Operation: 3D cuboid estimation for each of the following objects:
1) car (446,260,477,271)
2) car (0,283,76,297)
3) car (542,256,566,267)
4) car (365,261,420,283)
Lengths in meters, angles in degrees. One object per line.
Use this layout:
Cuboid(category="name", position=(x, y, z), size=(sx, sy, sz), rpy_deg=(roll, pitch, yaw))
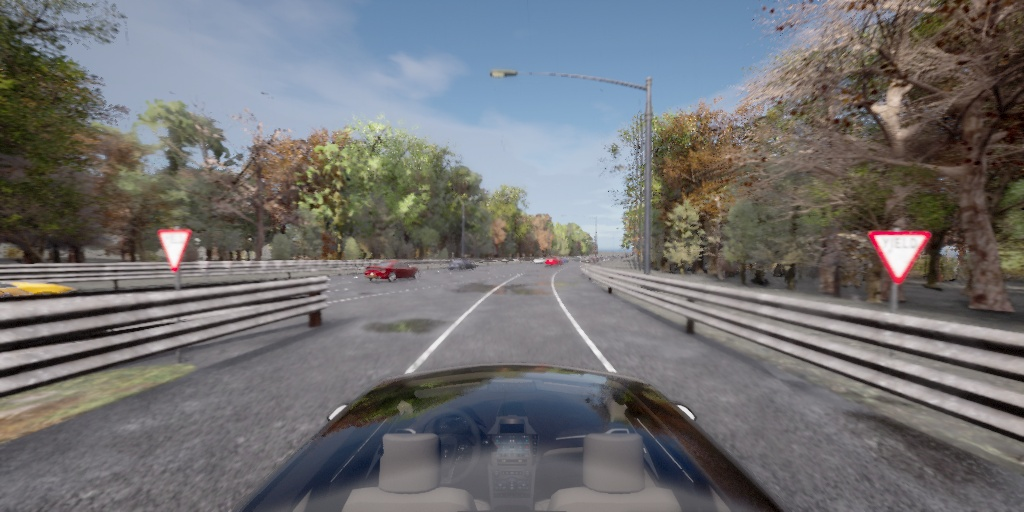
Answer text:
Cuboid(category="car", position=(-6.348, 1.167, 45.559), size=(2.033, 1.411, 5.357), rpy_deg=(1, 0, 19))
Cuboid(category="car", position=(-11.942, 1.271, 8.266), size=(1.895, 1.301, 4.718), rpy_deg=(1, 0, 19))
Cuboid(category="car", position=(7.522, 0.953, 64.068), size=(2.150, 2.045, 5.566), rpy_deg=(1, 0, 19))
Cuboid(category="car", position=(-8.967, 1.126, 27.418), size=(1.882, 1.535, 5.008), rpy_deg=(1, 0, 19))
